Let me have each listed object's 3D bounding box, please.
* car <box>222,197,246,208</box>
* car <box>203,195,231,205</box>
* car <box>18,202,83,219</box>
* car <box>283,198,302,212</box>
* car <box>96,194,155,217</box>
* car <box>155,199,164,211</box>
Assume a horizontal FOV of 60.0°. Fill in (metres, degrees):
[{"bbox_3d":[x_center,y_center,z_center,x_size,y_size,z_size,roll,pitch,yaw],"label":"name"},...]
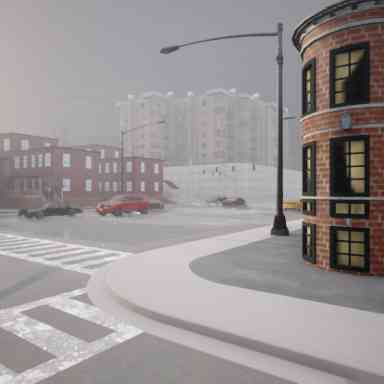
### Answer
[{"bbox_3d":[6.215,1.478,48.933,1.882,1.535,5.008,0,0,36],"label":"car"},{"bbox_3d":[4.008,1.179,51.850,2.128,1.511,4.902,0,0,36],"label":"car"},{"bbox_3d":[-12.247,1.547,29.260,2.033,1.411,5.357,0,0,36],"label":"car"},{"bbox_3d":[12.408,1.478,39.357,1.882,1.535,5.008,0,0,36],"label":"car"},{"bbox_3d":[-6.383,1.221,31.446,2.150,2.045,5.566,0,0,36],"label":"car"},{"bbox_3d":[-5.213,1.526,39.077,1.812,1.442,4.674,0,0,35],"label":"car"}]
